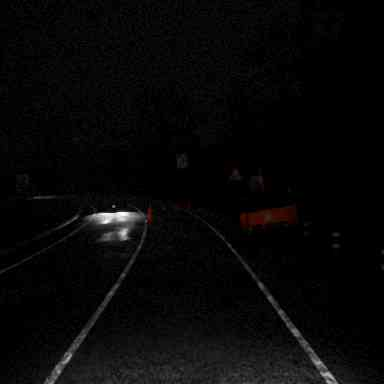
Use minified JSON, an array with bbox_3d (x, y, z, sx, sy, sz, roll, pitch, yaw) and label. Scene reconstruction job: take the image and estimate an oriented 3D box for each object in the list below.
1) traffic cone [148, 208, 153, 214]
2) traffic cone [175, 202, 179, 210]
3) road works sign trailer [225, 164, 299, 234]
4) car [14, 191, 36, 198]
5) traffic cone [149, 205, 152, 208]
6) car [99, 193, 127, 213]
[{"bbox_3d":[-2.369,1.390,19.099,0.340,0.580,0.340,-1,2,-7],"label":"traffic cone"},{"bbox_3d":[-1.158,1.087,25.287,0.340,0.580,0.340,-1,3,-6],"label":"traffic cone"},{"bbox_3d":[2.679,0.265,12.605,2.380,2.880,3.560,-11,-2,16],"label":"road works sign trailer"},{"bbox_3d":[-29.606,0.293,58.957,4.902,1.511,2.128,-1,5,36],"label":"car"},{"bbox_3d":[-2.624,1.307,21.079,0.340,0.580,0.340,-1,3,-7],"label":"traffic cone"},{"bbox_3d":[-6.209,0.783,25.876,1.994,1.385,4.181,-2,2,-17],"label":"car"}]
